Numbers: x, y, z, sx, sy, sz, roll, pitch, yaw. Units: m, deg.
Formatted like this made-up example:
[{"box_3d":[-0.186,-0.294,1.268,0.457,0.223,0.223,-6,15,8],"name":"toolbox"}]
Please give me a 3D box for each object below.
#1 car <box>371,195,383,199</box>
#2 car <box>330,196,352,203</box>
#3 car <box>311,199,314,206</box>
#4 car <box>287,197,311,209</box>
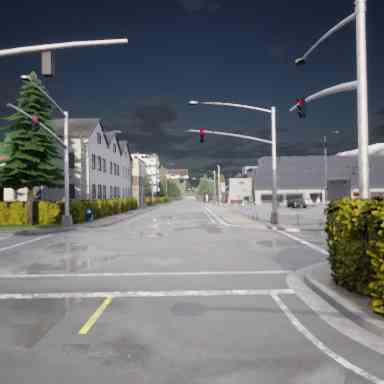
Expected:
[{"box_3d":[19.109,1.221,31.294,1.905,1.878,3.866,-1,-1,0],"name":"car"},{"box_3d":[25.469,1.467,56.561,2.152,1.636,5.027,-1,-1,0],"name":"car"},{"box_3d":[19.054,1.641,56.219,1.970,1.475,3.806,-1,-1,0],"name":"car"},{"box_3d":[15.411,1.688,49.160,2.007,1.523,4.514,-1,-1,0],"name":"car"}]
